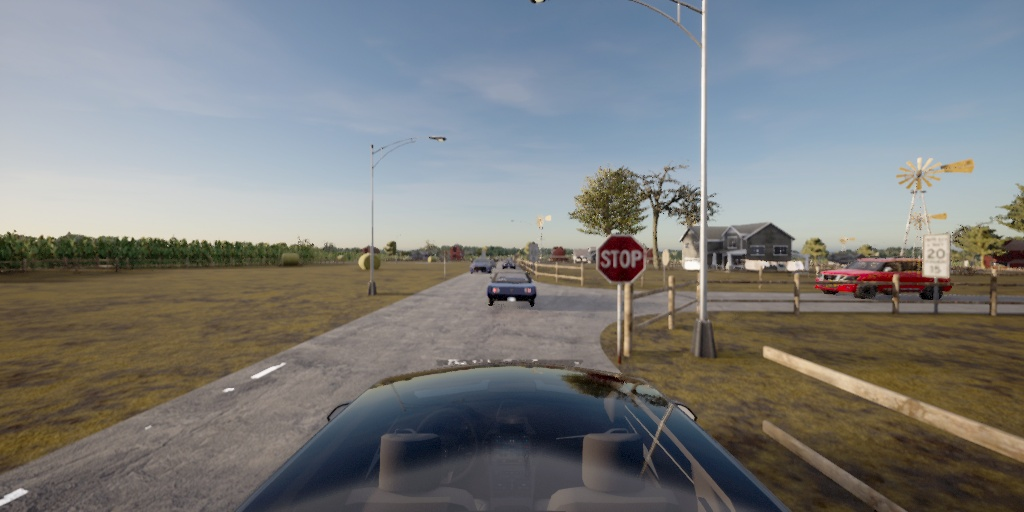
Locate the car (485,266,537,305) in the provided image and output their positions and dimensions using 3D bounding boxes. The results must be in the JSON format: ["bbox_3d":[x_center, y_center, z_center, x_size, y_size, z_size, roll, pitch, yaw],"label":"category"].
[{"bbox_3d":[-0.028,1.302,15.656,1.895,1.301,4.718,1,1,-1],"label":"car"}]

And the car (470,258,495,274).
[{"bbox_3d":[-3.222,0.972,37.764,2.097,1.767,4.553,0,0,-1],"label":"car"}]

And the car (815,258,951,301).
[{"bbox_3d":[18.992,1.121,18.471,5.566,2.045,2.150,1,1,-1],"label":"car"}]

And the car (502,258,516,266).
[{"bbox_3d":[-0.407,1.239,49.753,1.895,1.301,4.718,0,0,0],"label":"car"}]
